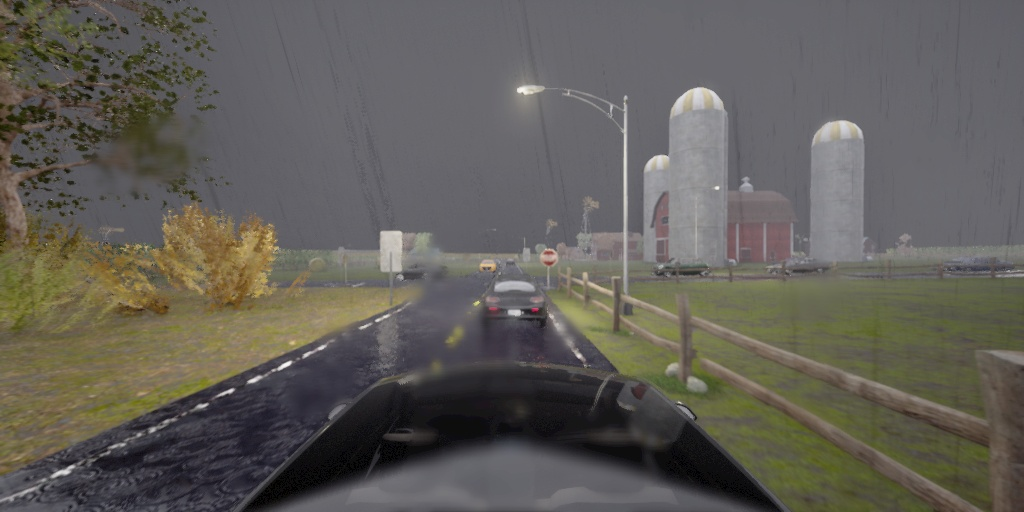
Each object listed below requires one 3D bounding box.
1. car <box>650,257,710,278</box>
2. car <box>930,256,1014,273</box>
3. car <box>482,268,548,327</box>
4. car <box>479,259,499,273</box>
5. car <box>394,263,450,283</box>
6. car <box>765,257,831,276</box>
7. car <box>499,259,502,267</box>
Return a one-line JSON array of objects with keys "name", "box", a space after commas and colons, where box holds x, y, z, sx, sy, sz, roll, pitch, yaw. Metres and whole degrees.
[{"name": "car", "box": [14.186, 0.873, 30.536, 4.553, 1.767, 2.097, -1, 1, -1]}, {"name": "car", "box": [39.454, 0.714, 30.787, 5.357, 1.411, 2.033, -1, 1, 0]}, {"name": "car", "box": [0.063, 1.280, 11.414, 1.812, 1.442, 4.674, 0, 0, 0]}, {"name": "car", "box": [-3.006, 1.264, 45.009, 1.882, 1.535, 5.008, 0, 0, 0]}, {"name": "car", "box": [-7.414, 1.340, 29.322, 4.892, 1.490, 1.837, -1, -2, 25]}, {"name": "car", "box": [24.354, 0.867, 30.648, 4.902, 1.511, 2.128, -1, 1, -1]}, {"name": "car", "box": [-3.027, 1.348, 54.953, 2.033, 1.411, 5.357, 0, 0, 0]}]
